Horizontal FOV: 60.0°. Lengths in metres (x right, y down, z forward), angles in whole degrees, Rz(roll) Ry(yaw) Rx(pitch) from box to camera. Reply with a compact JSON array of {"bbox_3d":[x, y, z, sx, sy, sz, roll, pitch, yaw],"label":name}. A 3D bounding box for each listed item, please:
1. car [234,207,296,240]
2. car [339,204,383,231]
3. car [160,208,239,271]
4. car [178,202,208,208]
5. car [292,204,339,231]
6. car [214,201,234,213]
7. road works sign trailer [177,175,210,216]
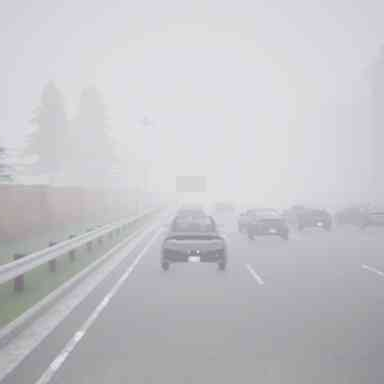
[{"bbox_3d":[3.505,1.516,16.786,1.812,1.442,4.674,0,0,0],"label":"car"},{"bbox_3d":[10.501,1.480,20.495,2.128,1.511,4.902,0,0,0],"label":"car"},{"bbox_3d":[0.047,1.486,10.859,2.128,1.511,4.902,0,0,0],"label":"car"},{"bbox_3d":[0.043,1.459,23.137,1.882,1.535,5.008,0,0,3],"label":"car"},{"bbox_3d":[7.000,1.493,20.666,1.837,1.490,4.892,0,0,0],"label":"car"},{"bbox_3d":[3.425,1.580,36.216,1.895,1.301,4.718,0,0,0],"label":"car"},{"bbox_3d":[-0.052,0.449,27.054,2.380,3.560,2.880,0,0,-3],"label":"road works sign trailer"}]
